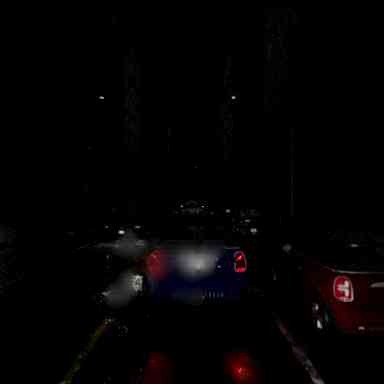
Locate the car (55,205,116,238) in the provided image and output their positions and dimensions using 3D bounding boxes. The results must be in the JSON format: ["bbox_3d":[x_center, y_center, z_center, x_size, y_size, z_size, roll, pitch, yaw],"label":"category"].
[{"bbox_3d":[-5.656,1.564,17.620,1.947,1.339,4.313,0,0,0],"label":"car"}]

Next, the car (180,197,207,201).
[{"bbox_3d":[0.023,1.455,27.483,1.801,1.575,5.366,0,0,0],"label":"car"}]

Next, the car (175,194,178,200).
[{"bbox_3d":[-5.509,1.622,92.598,1.752,1.417,4.829,0,0,0],"label":"car"}]

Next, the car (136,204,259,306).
[{"bbox_3d":[0.106,1.351,8.181,2.097,1.767,4.553,0,0,0],"label":"car"}]

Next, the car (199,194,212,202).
[{"bbox_3d":[2.944,1.473,65.706,1.967,1.590,4.097,0,0,0],"label":"car"}]

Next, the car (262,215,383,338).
[{"bbox_3d":[2.859,1.439,6.610,1.967,1.590,4.097,0,0,0],"label":"car"}]

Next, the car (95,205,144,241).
[{"bbox_3d":[-3.075,1.562,16.473,1.994,1.385,4.181,0,0,0],"label":"car"}]

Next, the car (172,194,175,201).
[{"bbox_3d":[-5.551,1.603,76.543,2.008,1.369,4.403,0,0,0],"label":"car"}]

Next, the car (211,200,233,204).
[{"bbox_3d":[2.878,1.564,28.615,1.947,1.339,4.313,0,0,0],"label":"car"}]

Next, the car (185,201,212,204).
[{"bbox_3d":[0.110,1.476,17.461,1.882,1.535,5.008,0,0,0],"label":"car"}]

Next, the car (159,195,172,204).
[{"bbox_3d":[-5.581,1.615,65.726,1.802,1.307,4.206,0,0,0],"label":"car"}]

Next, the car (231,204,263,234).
[{"bbox_3d":[2.869,1.549,17.613,2.008,1.369,4.403,0,0,0],"label":"car"}]

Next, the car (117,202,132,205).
[{"bbox_3d":[-5.652,1.580,23.122,1.802,1.307,4.206,0,0,0],"label":"car"}]

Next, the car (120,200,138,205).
[{"bbox_3d":[-5.647,1.439,28.623,1.967,1.590,4.097,0,0,0],"label":"car"}]
